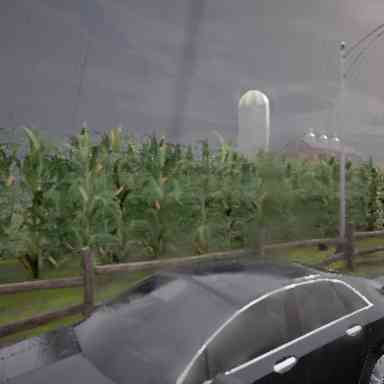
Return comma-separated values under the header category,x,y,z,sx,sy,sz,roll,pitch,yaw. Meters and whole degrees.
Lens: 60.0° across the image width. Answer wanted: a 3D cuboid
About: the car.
category,x,y,z,sx,sy,sz,roll,pitch,yaw
car,0.239,1.504,3.233,4.892,1.490,1.837,0,0,-35
